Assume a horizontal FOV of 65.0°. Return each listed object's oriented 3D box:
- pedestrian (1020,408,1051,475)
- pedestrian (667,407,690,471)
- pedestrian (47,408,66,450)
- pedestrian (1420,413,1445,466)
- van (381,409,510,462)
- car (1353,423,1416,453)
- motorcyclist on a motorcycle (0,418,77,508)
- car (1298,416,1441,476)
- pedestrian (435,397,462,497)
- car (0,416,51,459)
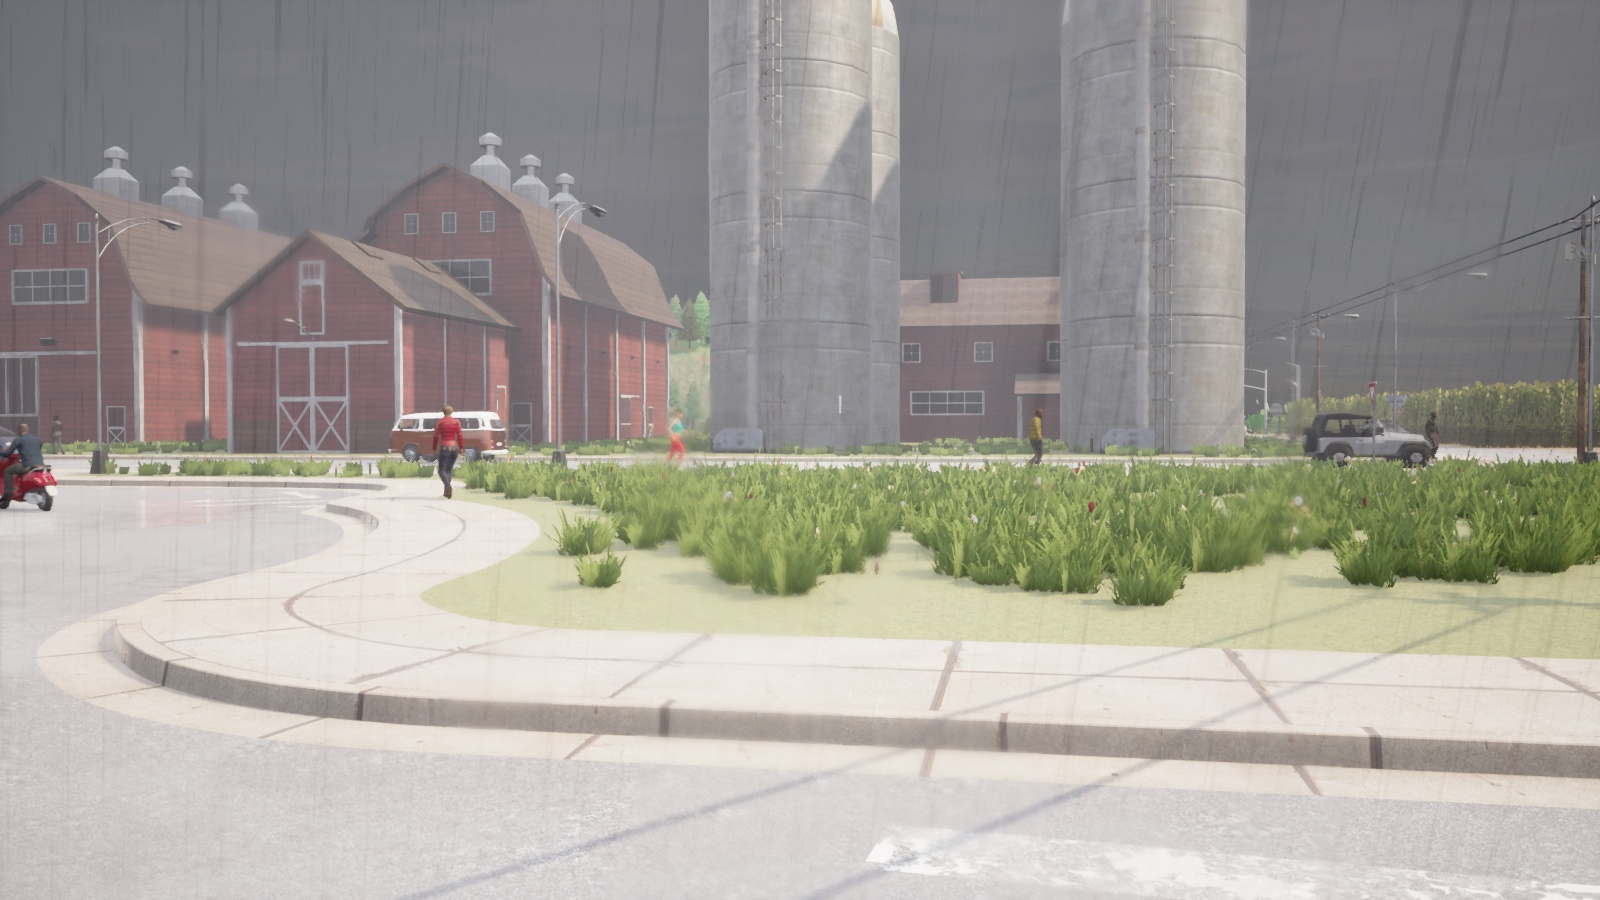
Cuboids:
[{"bbox_3d":[6.502,-0.230,34.684,0.726,1.835,0.370,0,1,-5],"label":"pedestrian"},{"bbox_3d":[-3.483,-0.312,35.958,0.594,1.836,0.345,0,1,7],"label":"pedestrian"},{"bbox_3d":[-34.603,-0.966,58.462,0.666,1.930,0.402,1,1,11],"label":"pedestrian"},{"bbox_3d":[23.476,-0.396,46.603,0.395,1.930,0.692,0,1,-23],"label":"pedestrian"},{"bbox_3d":[-14.081,-0.604,50.007,4.480,2.038,2.069,1,1,10],"label":"van"},{"bbox_3d":[34.501,-0.743,74.236,2.242,1.667,4.611,1,1,11],"label":"car"},{"bbox_3d":[-14.205,0.209,22.945,1.817,1.590,0.866,1,2,27],"label":"motorcyclist on a motorcycle"},{"bbox_3d":[18.492,-0.158,40.920,3.866,1.878,1.905,0,1,10],"label":"car"},{"bbox_3d":[-6.591,-0.060,23.530,0.331,1.846,0.636,0,1,-31],"label":"pedestrian"},{"bbox_3d":[-31.992,-0.516,49.507,3.988,1.617,1.851,1,1,10],"label":"car"}]
